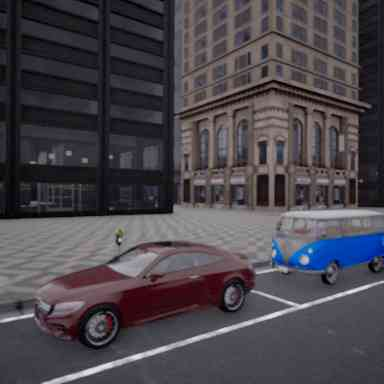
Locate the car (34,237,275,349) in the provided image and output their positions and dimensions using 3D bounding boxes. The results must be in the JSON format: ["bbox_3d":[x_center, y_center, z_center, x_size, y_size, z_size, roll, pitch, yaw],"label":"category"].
[{"bbox_3d":[-0.616,1.609,6.210,4.206,1.307,1.802,1,-1,-35],"label":"car"}]

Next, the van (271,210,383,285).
[{"bbox_3d":[3.979,1.421,9.486,3.998,1.788,1.690,1,-1,-35],"label":"van"}]
